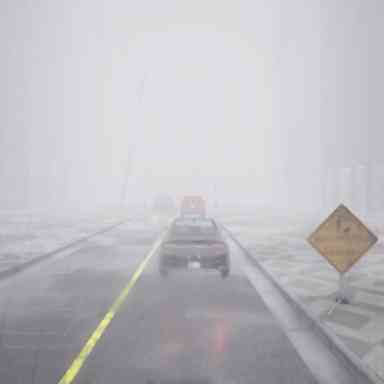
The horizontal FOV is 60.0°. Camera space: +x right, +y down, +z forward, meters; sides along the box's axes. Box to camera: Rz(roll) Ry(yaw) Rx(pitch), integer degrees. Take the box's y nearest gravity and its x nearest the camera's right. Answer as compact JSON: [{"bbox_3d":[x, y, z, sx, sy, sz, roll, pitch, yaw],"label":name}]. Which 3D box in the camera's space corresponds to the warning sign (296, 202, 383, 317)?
[{"bbox_3d":[2.706,1.130,6.020,1.300,1.860,1.060,0,-1,0],"label":"warning sign"}]

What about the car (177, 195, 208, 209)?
[{"bbox_3d":[0.067,1.310,30.612,2.150,2.045,5.566,0,0,0],"label":"car"}]

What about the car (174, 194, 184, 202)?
[{"bbox_3d":[-3.073,1.290,77.625,2.097,1.767,4.553,0,0,0],"label":"car"}]

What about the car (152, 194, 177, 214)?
[{"bbox_3d":[-3.133,1.330,37.049,2.150,2.045,5.566,0,0,0],"label":"car"}]

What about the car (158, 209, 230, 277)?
[{"bbox_3d":[0.067,1.518,10.276,2.128,1.511,4.902,0,0,0],"label":"car"}]
